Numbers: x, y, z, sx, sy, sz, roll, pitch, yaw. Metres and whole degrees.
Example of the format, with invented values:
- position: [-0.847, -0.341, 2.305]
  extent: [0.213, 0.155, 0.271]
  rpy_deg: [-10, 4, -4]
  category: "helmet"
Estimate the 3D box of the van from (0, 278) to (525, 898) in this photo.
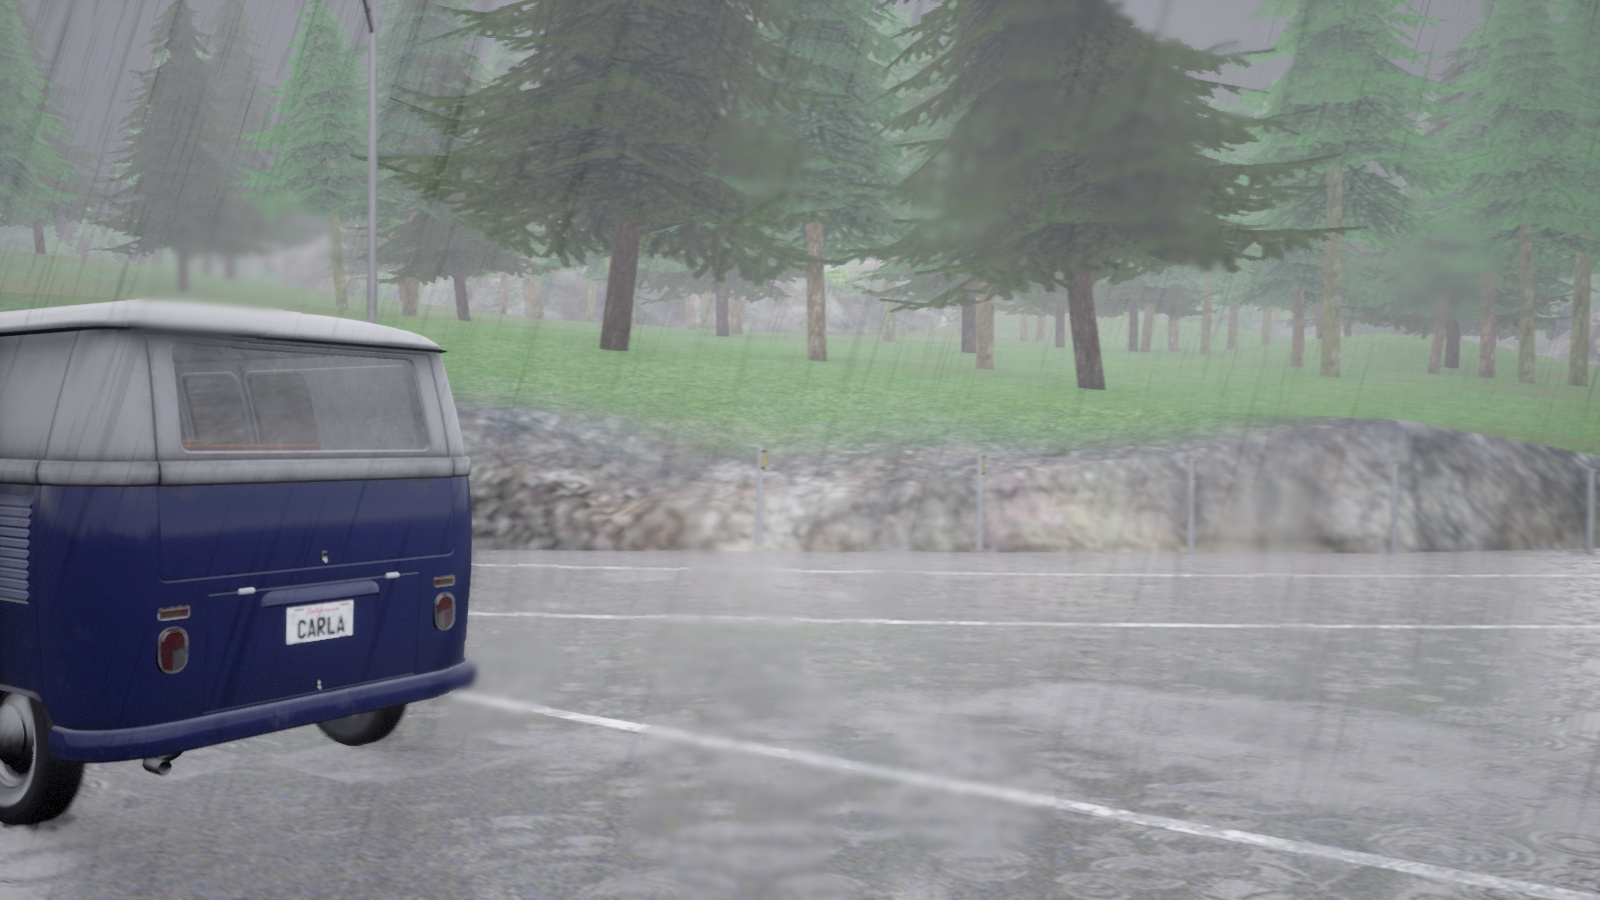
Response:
- position: [-3.555, 0.434, 5.981]
  extent: [4.442, 1.987, 1.775]
  rpy_deg: [0, 1, 34]
  category: "van"
